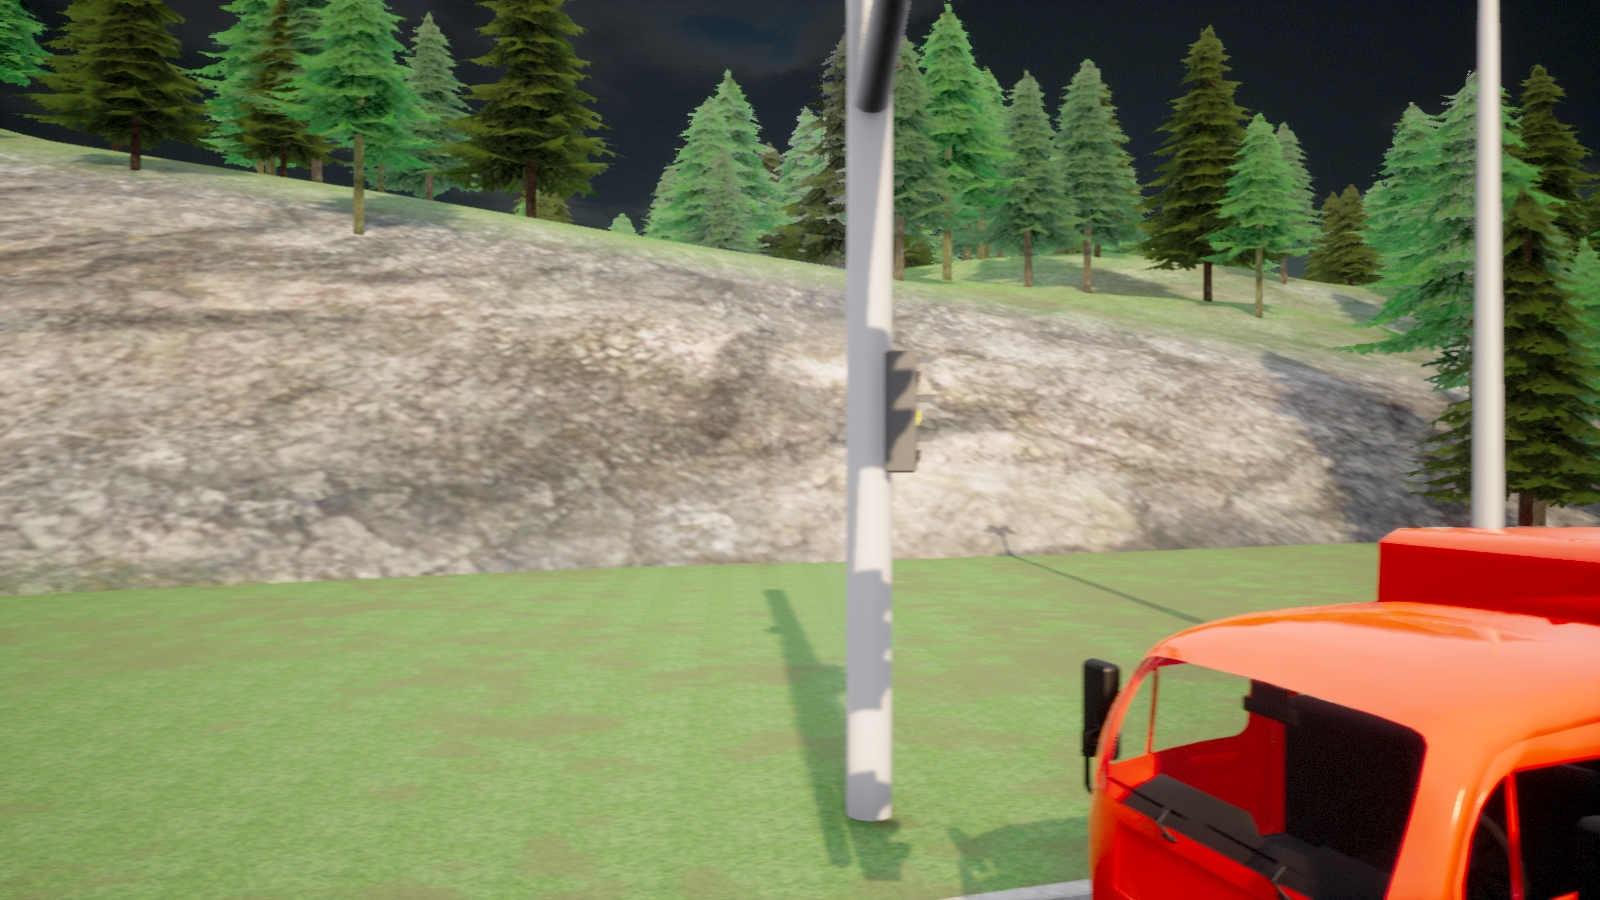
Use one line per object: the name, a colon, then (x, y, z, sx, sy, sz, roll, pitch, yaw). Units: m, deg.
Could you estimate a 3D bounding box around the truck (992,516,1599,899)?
truck: (3.722, 1.578, 4.542, 5.204, 2.467, 2.627, 0, 0, -18)
